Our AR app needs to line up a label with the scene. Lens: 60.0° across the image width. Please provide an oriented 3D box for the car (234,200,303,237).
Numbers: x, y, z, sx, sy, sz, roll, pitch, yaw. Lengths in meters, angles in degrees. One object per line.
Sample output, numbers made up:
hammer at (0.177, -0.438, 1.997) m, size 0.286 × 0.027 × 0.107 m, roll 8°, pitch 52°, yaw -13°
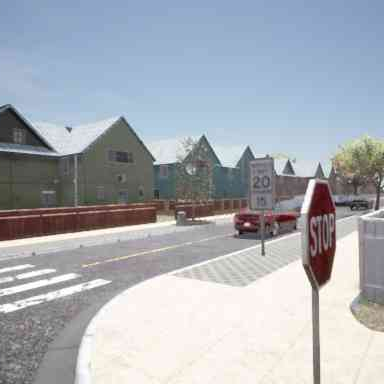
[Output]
car at (4.023, 1.341, 17.282) m, size 1.882 × 1.535 × 5.008 m, roll -2°, pitch -1°, yaw 37°

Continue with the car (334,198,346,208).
car at (19.722, 1.383, 42.959) m, size 1.895 × 1.301 × 4.718 m, roll -2°, pitch -1°, yaw 37°

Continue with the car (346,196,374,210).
car at (19.266, 1.195, 37.608) m, size 1.837 × 1.490 × 4.892 m, roll -2°, pitch -1°, yaw 37°

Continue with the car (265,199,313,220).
car at (8.212, 1.402, 27.780) m, size 2.033 × 1.411 × 5.357 m, roll -2°, pitch -1°, yaw 37°
